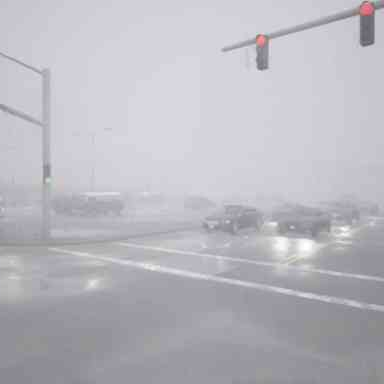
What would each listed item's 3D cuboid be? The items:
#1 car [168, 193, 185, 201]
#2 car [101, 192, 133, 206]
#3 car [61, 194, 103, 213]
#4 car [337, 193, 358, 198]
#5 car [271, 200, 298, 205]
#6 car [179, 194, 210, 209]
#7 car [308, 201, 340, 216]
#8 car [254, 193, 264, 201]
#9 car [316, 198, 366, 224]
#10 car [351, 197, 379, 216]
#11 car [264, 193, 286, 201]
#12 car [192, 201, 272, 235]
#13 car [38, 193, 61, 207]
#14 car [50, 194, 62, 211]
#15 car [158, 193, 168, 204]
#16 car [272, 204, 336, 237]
[{"bbox_3d":[-2.818,1.091,73.230,1.905,1.878,3.866,0,0,37],"label":"car"},{"bbox_3d":[-13.264,1.097,59.164,1.932,1.855,4.605,0,0,37],"label":"car"},{"bbox_3d":[-13.302,1.363,40.477,1.970,1.475,3.806,0,0,37],"label":"car"},{"bbox_3d":[20.030,1.213,42.704,2.150,2.045,5.566,0,0,34],"label":"car"},{"bbox_3d":[7.716,1.566,26.127,1.994,1.385,4.181,0,0,36],"label":"car"},{"bbox_3d":[0.343,1.363,49.146,1.970,1.475,3.806,0,0,37],"label":"car"},{"bbox_3d":[13.661,1.598,34.159,1.895,1.301,4.718,0,0,37],"label":"car"},{"bbox_3d":[12.944,1.118,61.541,1.905,1.878,3.866,0,0,37],"label":"car"},{"bbox_3d":[11.435,1.498,25.271,2.128,1.511,4.902,0,0,36],"label":"car"},{"bbox_3d":[17.317,1.527,33.204,1.812,1.442,4.674,0,0,36],"label":"car"},{"bbox_3d":[15.233,1.120,59.769,1.932,1.855,4.605,0,0,37],"label":"car"},{"bbox_3d":[2.446,1.498,18.999,2.128,1.511,4.902,0,0,36],"label":"car"},{"bbox_3d":[-17.806,1.113,43.769,1.932,1.855,4.605,0,0,37],"label":"car"},{"bbox_3d":[-15.624,1.327,42.207,1.784,1.438,3.905,0,0,37],"label":"car"},{"bbox_3d":[-5.134,1.326,74.968,1.970,1.475,3.806,0,0,37],"label":"car"},{"bbox_3d":[6.162,1.575,18.139,1.994,1.385,4.181,0,0,36],"label":"car"}]
